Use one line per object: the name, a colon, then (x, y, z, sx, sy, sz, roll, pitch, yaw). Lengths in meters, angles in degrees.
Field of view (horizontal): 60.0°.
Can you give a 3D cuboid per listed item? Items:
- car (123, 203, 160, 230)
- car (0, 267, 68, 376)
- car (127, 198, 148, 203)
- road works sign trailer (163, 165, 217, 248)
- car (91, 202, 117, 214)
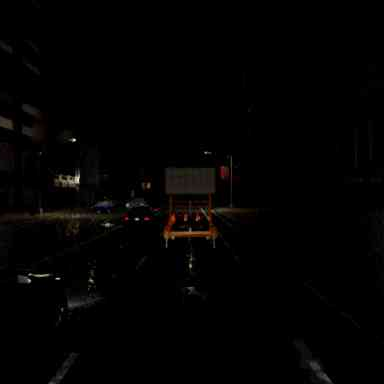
car: (-3.255, 1.670, 21.971, 2.033, 1.411, 5.357, 0, 0, 0)
car: (-3.168, 1.587, 4.190, 1.994, 1.385, 4.181, 0, 0, 0)
car: (-6.792, 1.585, 40.928, 2.097, 1.767, 4.553, 0, 0, 0)
road works sign trailer: (-0.073, 0.549, 15.298, 2.380, 3.560, 2.880, 0, 0, 0)
car: (-10.031, 1.817, 37.999, 1.895, 1.301, 4.718, 0, 0, 0)
